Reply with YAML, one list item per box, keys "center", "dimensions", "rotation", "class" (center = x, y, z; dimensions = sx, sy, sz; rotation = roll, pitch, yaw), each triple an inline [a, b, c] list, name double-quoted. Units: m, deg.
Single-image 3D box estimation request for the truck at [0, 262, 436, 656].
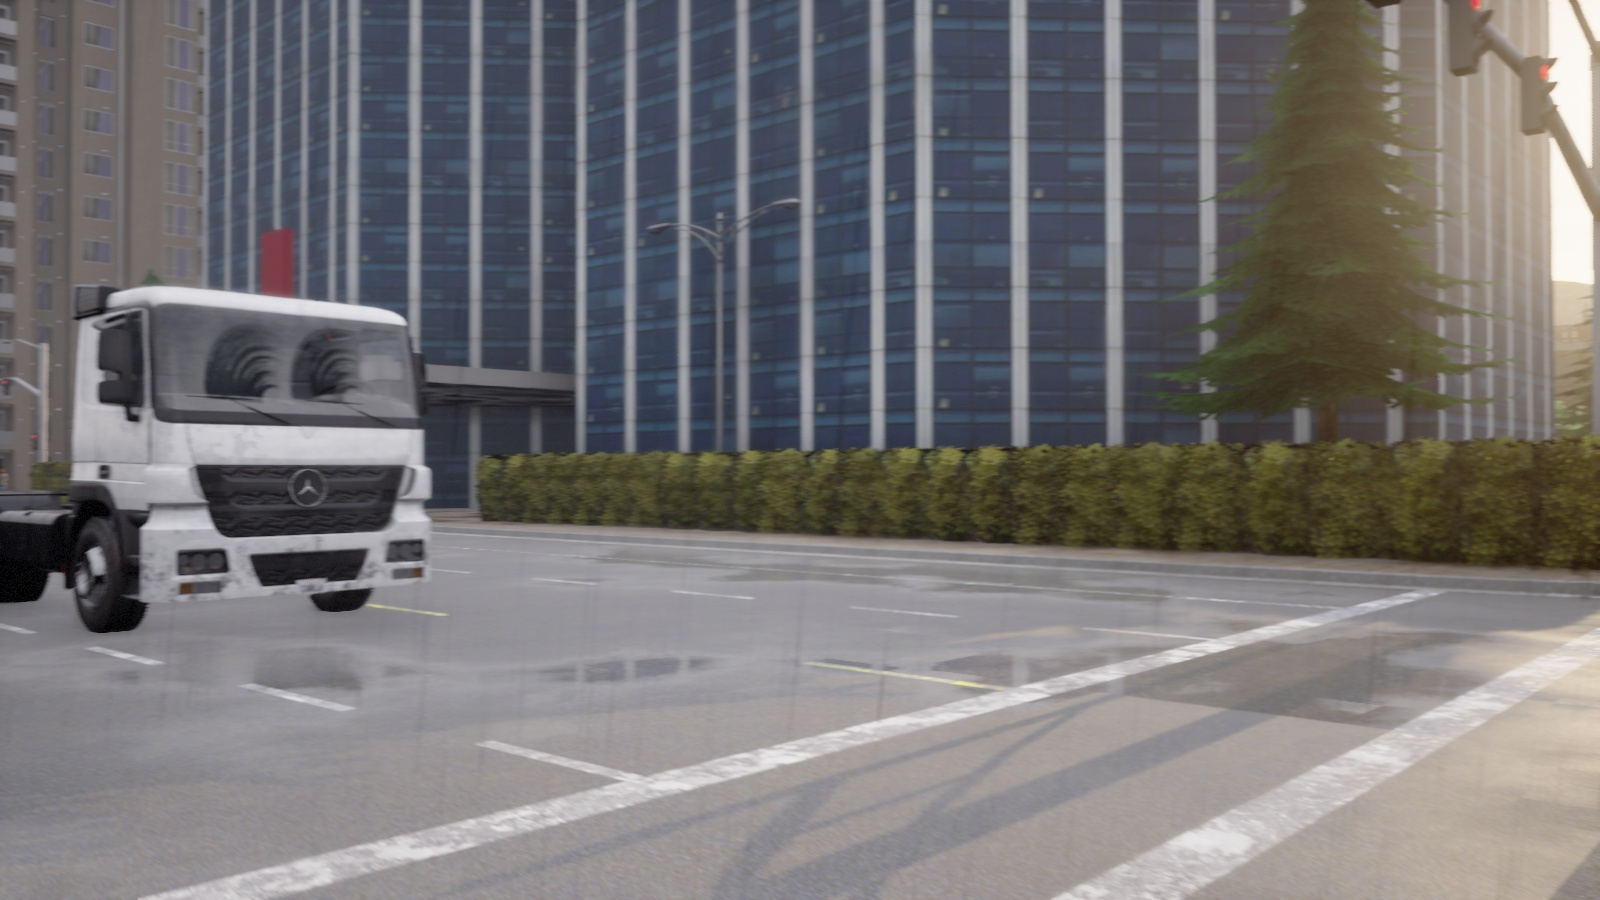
- center: [-7.781, 0.155, 14.701]
  dimensions: [7.936, 3.462, 2.891]
  rotation: [-1, -1, 41]
  class: "truck"
